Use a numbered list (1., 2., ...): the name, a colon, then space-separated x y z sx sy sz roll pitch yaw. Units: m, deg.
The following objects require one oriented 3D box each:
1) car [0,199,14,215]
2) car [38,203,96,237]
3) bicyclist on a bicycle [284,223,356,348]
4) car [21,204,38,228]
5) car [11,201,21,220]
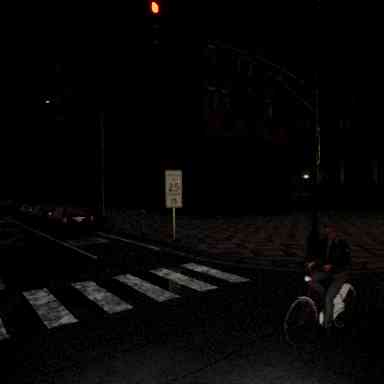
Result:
1. car: -19.623 1.645 35.970 1.887 1.381 4.507 -1 1 -36
2. car: -6.861 1.458 18.421 1.967 1.590 4.097 -1 1 -36
3. bicyclist on a bicycle: 2.017 1.366 5.117 1.843 1.776 0.659 0 0 -36
4. car: -10.052 1.478 22.808 1.967 1.590 4.097 -1 1 -36
5. car: -13.240 1.641 27.196 1.802 1.307 4.206 -1 1 -36
